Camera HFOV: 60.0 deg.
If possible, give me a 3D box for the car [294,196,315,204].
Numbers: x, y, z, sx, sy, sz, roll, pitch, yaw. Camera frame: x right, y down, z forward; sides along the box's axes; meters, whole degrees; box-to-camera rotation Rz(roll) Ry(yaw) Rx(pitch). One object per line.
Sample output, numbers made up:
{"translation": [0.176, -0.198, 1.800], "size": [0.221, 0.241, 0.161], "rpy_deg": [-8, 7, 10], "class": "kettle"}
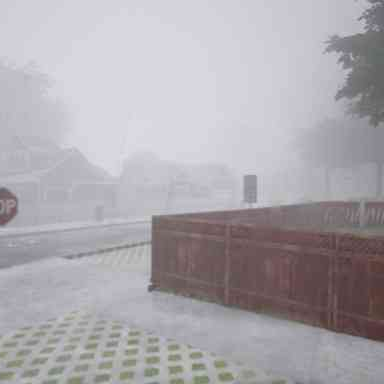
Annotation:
{"translation": [15.520, 1.342, 45.782], "size": [1.837, 1.490, 4.892], "rpy_deg": [0, 0, 36], "class": "car"}
